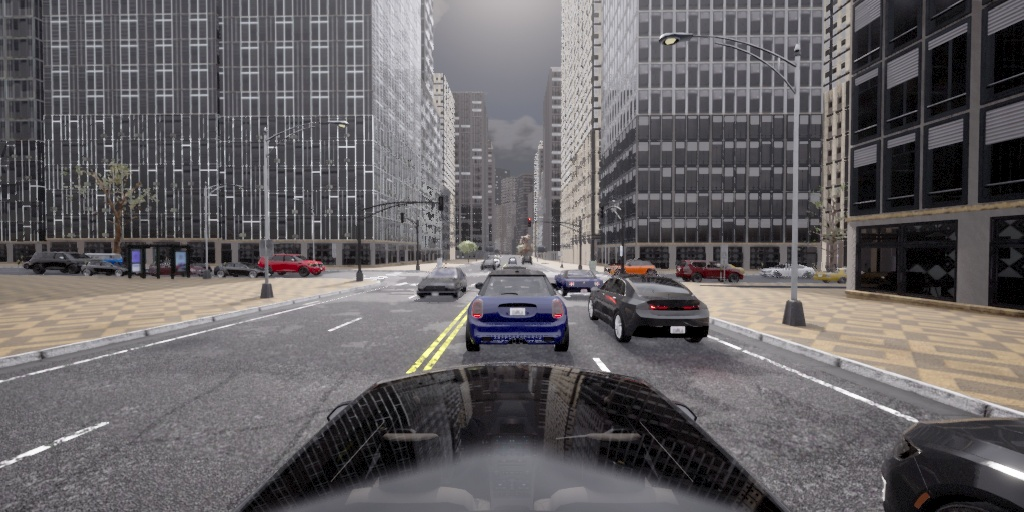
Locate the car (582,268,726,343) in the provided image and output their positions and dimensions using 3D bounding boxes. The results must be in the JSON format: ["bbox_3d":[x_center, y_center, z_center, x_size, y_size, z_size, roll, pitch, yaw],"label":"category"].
[{"bbox_3d":[3.362,1.251,9.697,1.837,1.490,4.892,0,0,0],"label":"car"}]

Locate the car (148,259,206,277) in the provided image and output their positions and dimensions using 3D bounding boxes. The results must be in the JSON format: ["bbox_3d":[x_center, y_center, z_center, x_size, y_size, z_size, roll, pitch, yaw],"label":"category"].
[{"bbox_3d":[-28.370,1.138,30.422,4.207,1.307,1.802,0,0,1],"label":"car"}]

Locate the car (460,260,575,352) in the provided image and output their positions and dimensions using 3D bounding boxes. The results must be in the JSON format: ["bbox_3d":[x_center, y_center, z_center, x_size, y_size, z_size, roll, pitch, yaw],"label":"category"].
[{"bbox_3d":[0.111,1.098,9.091,2.097,1.767,4.553,0,0,0],"label":"car"}]

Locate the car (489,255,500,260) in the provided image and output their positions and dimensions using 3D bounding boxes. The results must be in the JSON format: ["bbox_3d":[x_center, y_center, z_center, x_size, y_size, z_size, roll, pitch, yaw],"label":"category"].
[{"bbox_3d":[-3.235,0.924,60.573,2.150,2.045,5.566,0,0,0],"label":"car"}]

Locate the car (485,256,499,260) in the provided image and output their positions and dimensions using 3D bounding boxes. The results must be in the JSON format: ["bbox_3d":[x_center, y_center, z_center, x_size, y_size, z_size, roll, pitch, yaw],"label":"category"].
[{"bbox_3d":[-3.265,1.192,50.625,1.882,1.535,5.008,0,0,0],"label":"car"}]

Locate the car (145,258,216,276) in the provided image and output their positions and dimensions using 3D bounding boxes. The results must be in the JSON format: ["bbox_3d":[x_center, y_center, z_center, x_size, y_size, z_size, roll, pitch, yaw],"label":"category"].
[{"bbox_3d":[-30.591,0.997,33.158,4.892,1.490,1.837,1,1,1],"label":"car"}]

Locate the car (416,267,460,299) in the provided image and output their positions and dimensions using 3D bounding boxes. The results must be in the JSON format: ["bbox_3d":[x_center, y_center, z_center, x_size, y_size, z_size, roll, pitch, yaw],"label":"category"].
[{"bbox_3d":[-3.342,1.288,18.271,2.033,1.411,5.357,0,0,0],"label":"car"}]

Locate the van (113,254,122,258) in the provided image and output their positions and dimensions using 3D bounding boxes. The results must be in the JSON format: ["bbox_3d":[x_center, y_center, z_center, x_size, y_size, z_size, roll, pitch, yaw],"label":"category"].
[{"bbox_3d":[-45.228,0.605,39.283,3.998,1.789,1.690,0,0,1],"label":"van"}]

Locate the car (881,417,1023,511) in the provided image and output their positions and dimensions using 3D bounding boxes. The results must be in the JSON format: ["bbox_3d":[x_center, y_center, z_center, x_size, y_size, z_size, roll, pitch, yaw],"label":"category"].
[{"bbox_3d":[3.344,1.255,0.298,1.837,1.490,4.892,0,0,0],"label":"car"}]

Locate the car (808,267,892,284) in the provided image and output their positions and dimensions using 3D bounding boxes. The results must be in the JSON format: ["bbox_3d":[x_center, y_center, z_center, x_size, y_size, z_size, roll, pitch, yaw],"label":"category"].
[{"bbox_3d":[27.686,1.579,29.474,4.829,1.417,1.751,0,0,1],"label":"car"}]

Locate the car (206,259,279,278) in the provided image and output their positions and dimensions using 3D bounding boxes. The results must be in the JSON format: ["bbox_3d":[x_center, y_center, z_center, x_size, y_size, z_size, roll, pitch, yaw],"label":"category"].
[{"bbox_3d":[-22.686,1.173,30.279,4.313,1.339,1.948,0,0,1],"label":"car"}]

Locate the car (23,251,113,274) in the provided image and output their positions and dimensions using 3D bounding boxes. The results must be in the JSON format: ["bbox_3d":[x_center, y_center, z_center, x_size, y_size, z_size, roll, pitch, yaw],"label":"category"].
[{"bbox_3d":[-41.328,0.615,33.402,5.566,2.045,2.150,1,1,2],"label":"car"}]

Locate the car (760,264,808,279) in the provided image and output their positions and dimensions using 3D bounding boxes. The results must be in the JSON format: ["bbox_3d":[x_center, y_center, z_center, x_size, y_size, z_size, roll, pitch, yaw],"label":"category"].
[{"bbox_3d":[27.029,1.480,35.263,4.674,1.442,1.812,1,1,1],"label":"car"}]

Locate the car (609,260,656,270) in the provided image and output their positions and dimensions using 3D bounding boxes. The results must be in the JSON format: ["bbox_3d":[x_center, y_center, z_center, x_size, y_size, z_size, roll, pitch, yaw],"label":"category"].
[{"bbox_3d":[11.783,1.174,35.471,4.553,1.767,2.097,1,1,0],"label":"car"}]

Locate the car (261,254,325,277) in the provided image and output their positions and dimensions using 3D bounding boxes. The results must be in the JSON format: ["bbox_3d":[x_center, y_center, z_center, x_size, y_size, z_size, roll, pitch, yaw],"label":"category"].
[{"bbox_3d":[-20.232,0.808,32.928,5.566,2.045,2.150,0,1,1],"label":"car"}]

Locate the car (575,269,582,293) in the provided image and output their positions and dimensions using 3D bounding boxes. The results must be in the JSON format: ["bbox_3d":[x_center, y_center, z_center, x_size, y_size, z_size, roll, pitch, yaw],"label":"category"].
[{"bbox_3d":[3.378,1.341,19.007,1.895,1.301,4.718,0,0,0],"label":"car"}]

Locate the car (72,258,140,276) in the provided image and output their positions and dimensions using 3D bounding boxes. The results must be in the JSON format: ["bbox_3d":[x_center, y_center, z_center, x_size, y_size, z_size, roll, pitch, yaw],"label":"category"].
[{"bbox_3d":[-34.050,1.069,30.604,4.313,1.339,1.948,0,0,1],"label":"car"}]

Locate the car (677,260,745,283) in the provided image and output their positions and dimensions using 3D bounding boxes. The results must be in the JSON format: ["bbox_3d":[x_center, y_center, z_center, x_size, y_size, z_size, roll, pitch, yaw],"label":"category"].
[{"bbox_3d":[16.238,1.269,29.689,5.009,1.841,2.192,0,0,1],"label":"car"}]
